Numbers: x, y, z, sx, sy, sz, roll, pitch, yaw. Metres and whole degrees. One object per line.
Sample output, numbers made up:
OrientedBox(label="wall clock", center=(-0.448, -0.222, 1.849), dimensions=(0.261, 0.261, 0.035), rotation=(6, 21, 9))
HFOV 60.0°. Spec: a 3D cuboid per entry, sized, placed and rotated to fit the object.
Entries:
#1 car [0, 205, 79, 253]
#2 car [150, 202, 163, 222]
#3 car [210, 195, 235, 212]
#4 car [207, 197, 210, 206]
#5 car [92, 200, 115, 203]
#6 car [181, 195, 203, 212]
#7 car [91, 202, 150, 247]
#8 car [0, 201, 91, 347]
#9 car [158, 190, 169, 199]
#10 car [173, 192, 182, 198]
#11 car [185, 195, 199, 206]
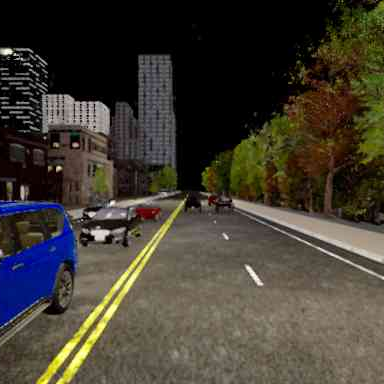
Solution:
OrientedBox(label="car", center=(-6.600, 1.414, 14.308), dimensions=(1.837, 1.490, 4.892), rotation=(0, 0, 0))
OrientedBox(label="car", center=(-3.339, 1.444, 24.882), dimensions=(1.895, 1.301, 4.718), rotation=(0, 0, 0))
OrientedBox(label="car", center=(3.350, 1.273, 34.870), dimensions=(2.128, 1.511, 4.902), rotation=(0, 0, 0))
OrientedBox(label="car", center=(3.286, 1.173, 48.129), dimensions=(1.882, 1.535, 5.008), rotation=(0, 0, 0))
OrientedBox(label="car", center=(-6.590, 1.336, 24.640), dimensions=(2.128, 1.511, 4.902), rotation=(0, 0, 0))
OrientedBox(label="car", center=(0.100, 1.280, 35.806), dimensions=(1.837, 1.490, 4.892), rotation=(0, 1, 0))
OrientedBox(label="car", center=(-3.347, 1.399, 14.556), dimensions=(2.128, 1.511, 4.902), rotation=(0, 0, 0))
OrientedBox(label="car", center=(-3.351, 1.193, 4.528), dimensions=(2.150, 2.045, 5.566), rotation=(0, 0, 0))
OrientedBox(label="car", center=(-6.501, 0.455, 76.441), dimensions=(2.150, 2.045, 5.566), rotation=(0, 0, 0))
OrientedBox(label="car", center=(-3.251, 0.782, 76.473), dimensions=(1.994, 1.385, 4.181), rotation=(0, 0, 0))
OrientedBox(label="car", center=(0.030, 1.223, 47.661), dimensions=(1.812, 1.442, 4.674), rotation=(0, 1, 0))
